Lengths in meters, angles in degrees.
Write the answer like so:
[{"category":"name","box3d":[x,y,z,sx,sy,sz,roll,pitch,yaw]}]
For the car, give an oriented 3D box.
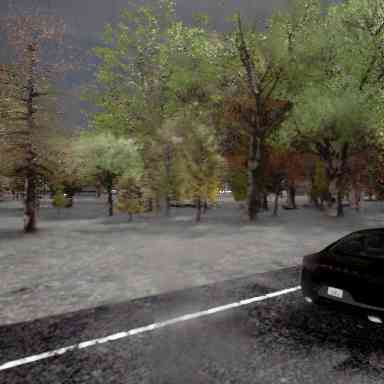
[{"category":"car","box3d":[4.348,1.480,6.852,5.008,1.535,1.882,0,0,-35]}]
